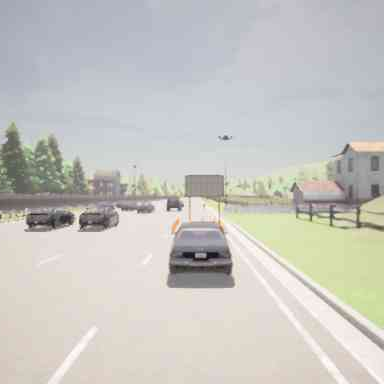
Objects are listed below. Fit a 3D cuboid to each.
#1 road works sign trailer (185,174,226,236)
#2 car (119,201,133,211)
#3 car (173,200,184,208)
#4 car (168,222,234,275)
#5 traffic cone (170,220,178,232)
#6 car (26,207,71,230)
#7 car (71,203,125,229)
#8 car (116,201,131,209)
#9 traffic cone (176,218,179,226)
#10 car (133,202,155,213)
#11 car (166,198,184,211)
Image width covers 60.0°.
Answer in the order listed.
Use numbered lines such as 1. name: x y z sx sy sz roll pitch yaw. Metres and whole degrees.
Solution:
1. road works sign trailer: 0.743 0.716 20.170 2.380 3.560 2.880 0 -1 -4
2. car: -9.764 2.226 52.064 2.033 1.411 5.357 0 -1 1
3. car: -2.590 2.407 66.657 1.994 1.385 4.181 0 -1 1
4. car: 0.253 1.686 10.952 2.033 1.411 5.357 0 -1 1
5. traffic cone: -1.215 2.226 21.243 0.340 0.580 0.340 0 -1 1
6. car: -10.095 1.820 24.112 2.128 1.511 4.902 0 -1 1
7. car: -6.596 1.810 24.059 2.128 1.511 4.902 0 -1 1
8. car: -13.126 2.397 63.670 1.994 1.385 4.181 0 -1 1
9. traffic cone: -1.191 2.251 23.243 0.340 0.580 0.340 0 -1 1
10. car: -6.327 2.142 46.080 2.033 1.411 5.357 0 -1 1
11. car: -2.771 1.874 51.449 2.150 2.045 5.566 0 -1 1
